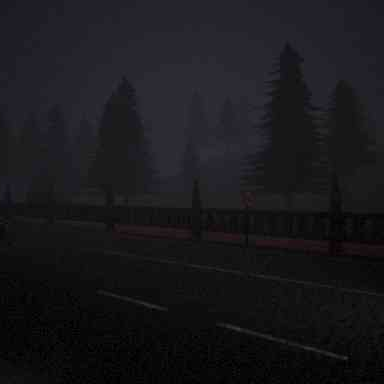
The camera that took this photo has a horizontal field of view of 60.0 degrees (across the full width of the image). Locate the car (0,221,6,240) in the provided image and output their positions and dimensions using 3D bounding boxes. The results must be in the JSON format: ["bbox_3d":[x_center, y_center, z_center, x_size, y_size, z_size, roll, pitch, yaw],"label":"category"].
[{"bbox_3d":[-11.027,1.646,16.440,4.181,1.385,1.994,0,0,36],"label":"car"}]
